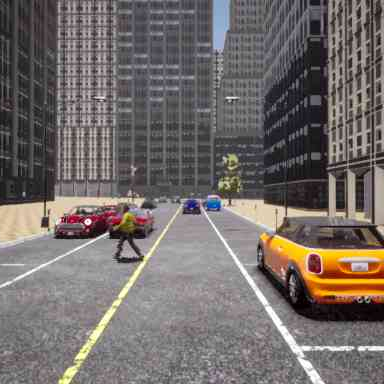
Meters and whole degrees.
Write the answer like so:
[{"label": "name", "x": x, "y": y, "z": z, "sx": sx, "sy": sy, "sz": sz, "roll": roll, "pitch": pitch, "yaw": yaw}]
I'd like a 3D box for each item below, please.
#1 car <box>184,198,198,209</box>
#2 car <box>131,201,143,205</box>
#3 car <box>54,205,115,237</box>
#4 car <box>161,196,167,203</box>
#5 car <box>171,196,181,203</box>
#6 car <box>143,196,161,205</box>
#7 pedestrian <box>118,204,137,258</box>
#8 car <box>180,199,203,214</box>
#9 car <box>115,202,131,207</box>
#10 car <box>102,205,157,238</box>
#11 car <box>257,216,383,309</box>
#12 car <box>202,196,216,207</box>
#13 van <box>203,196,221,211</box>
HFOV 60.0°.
[{"label": "car", "x": -0.094, "y": 1.601, "z": 46.721, "sx": 1.895, "sy": 1.301, "sz": 4.718, "roll": 0, "pitch": 0, "yaw": 0}, {"label": "car", "x": -5.772, "y": 1.567, "z": 28.994, "sx": 1.947, "sy": 1.339, "sz": 4.313, "roll": 1, "pitch": 0, "yaw": 0}, {"label": "car", "x": -5.735, "y": 1.441, "z": 17.709, "sx": 1.967, "sy": 1.590, "sz": 4.097, "roll": 1, "pitch": 0, "yaw": 0}, {"label": "car", "x": -6.023, "y": 1.546, "z": 68.491, "sx": 2.008, "sy": 1.369, "sz": 4.403, "roll": 1, "pitch": 0, "yaw": 0}, {"label": "car", "x": -3.215, "y": 1.488, "z": 66.554, "sx": 2.128, "sy": 1.511, "sz": 4.902, "roll": 0, "pitch": 0, "yaw": 0}, {"label": "car", "x": -5.824, "y": 1.566, "z": 45.922, "sx": 1.947, "sy": 1.339, "sz": 4.313, "roll": 1, "pitch": 0, "yaw": 0}, {"label": "pedestrian", "x": -2.105, "y": 1.295, "z": 10.839, "sx": 0.375, "sy": 1.860, "sz": 0.375, "roll": 1, "pitch": -1, "yaw": 0}, {"label": "car", "x": -0.025, "y": 1.526, "z": 36.019, "sx": 1.812, "sy": 1.442, "sz": 4.674, "roll": 0, "pitch": 0, "yaw": 0}, {"label": "car", "x": -5.754, "y": 1.583, "z": 23.352, "sx": 1.802, "sy": 1.307, "sz": 4.206, "roll": 1, "pitch": 0, "yaw": 0}, {"label": "car", "x": -3.155, "y": 1.601, "z": 17.976, "sx": 1.895, "sy": 1.301, "sz": 4.718, "roll": 0, "pitch": 0, "yaw": 0}, {"label": "car", "x": 2.976, "y": 1.352, "z": 8.039, "sx": 2.097, "sy": 1.767, "sz": 4.553, "roll": 0, "pitch": 0, "yaw": 0}, {"label": "car", "x": 2.541, "y": 1.439, "z": 51.582, "sx": 1.967, "sy": 1.590, "sz": 4.097, "roll": 1, "pitch": 0, "yaw": 0}, {"label": "van", "x": 2.577, "y": 1.342, "z": 40.299, "sx": 1.690, "sy": 1.788, "sz": 3.998, "roll": 1, "pitch": 0, "yaw": 0}]
